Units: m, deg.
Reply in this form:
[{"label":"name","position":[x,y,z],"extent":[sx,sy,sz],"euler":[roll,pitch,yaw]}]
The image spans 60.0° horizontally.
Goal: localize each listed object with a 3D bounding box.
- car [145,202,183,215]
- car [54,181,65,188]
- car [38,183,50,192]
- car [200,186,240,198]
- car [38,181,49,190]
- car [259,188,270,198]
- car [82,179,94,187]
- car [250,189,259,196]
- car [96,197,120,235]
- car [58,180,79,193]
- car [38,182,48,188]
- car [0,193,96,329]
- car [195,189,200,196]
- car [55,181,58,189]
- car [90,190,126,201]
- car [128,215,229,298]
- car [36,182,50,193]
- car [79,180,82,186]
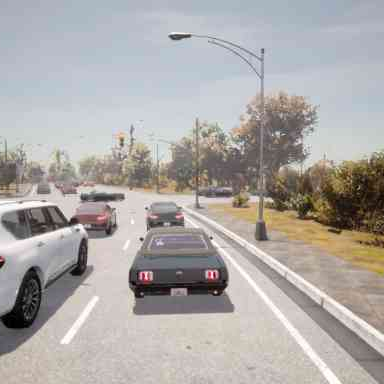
[{"label":"car","position":[-1.461,1.219,17.376],"extent":[1.812,1.442,4.674],"euler":[0,2,-8]},{"label":"car","position":[-31.244,-1.773,78.194],"extent":[2.128,1.511,4.902],"euler":[-1,3,-25]},{"label":"car","position":[-26.602,-0.840,59.791],"extent":[1.994,1.385,4.181],"euler":[-1,3,-24]},{"label":"car","position":[3.969,0.103,44.762],"extent":[4.718,1.301,1.895],"euler":[0,3,-22]},{"label":"car","position":[-30.712,-1.368,68.767],"extent":[1.882,1.535,5.008],"euler":[-1,3,-25]},{"label":"car","position":[12.947,0.187,48.320],"extent":[5.357,1.411,2.033],"euler":[1,2,-22]},{"label":"car","position":[-25.984,-2.201,83.466],"extent":[2.097,1.767,4.553],"euler":[-1,3,-25]},{"label":"car","position":[11.127,0.024,51.346],"extent":[4.181,1.385,1.994],"euler":[1,2,-21]},{"label":"car","position":[-4.896,1.247,16.780],"extent":[1.812,1.442,4.674],"euler":[0,2,-8]},{"label":"car","position":[-19.275,-0.643,51.803],"extent":[2.097,1.767,4.553],"euler":[-1,3,-23]},{"label":"car","position":[-34.900,-1.723,77.756],"extent":[1.994,1.385,4.181],"euler":[-1,3,-25]},{"label":"car","position":[-3.808,1.174,6.948],"extent":[2.150,2.045,5.566],"euler":[0,1,-4]},{"label":"car","position":[2.840,-0.158,48.069],"extent":[4.892,1.490,1.837],"euler":[0,3,-22]},{"label":"car","position":[-26.986,-1.508,69.050],"extent":[2.097,1.767,4.553],"euler":[-1,3,-25]},{"label":"car","position":[-9.526,0.445,35.454],"extent":[4.718,1.301,1.895],"euler":[-1,3,-22]},{"label":"car","position":[-0.386,1.525,8.356],"extent":[1.895,1.301,4.718],"euler":[0,1,-4]},{"label":"car","position":[-23.028,-0.483,51.643],"extent":[1.837,1.490,4.892],"euler":[-1,3,-23]},{"label":"car","position":[-28.995,-1.992,81.648],"extent":[1.882,1.535,5.008],"euler":[-1,3,-25]}]
